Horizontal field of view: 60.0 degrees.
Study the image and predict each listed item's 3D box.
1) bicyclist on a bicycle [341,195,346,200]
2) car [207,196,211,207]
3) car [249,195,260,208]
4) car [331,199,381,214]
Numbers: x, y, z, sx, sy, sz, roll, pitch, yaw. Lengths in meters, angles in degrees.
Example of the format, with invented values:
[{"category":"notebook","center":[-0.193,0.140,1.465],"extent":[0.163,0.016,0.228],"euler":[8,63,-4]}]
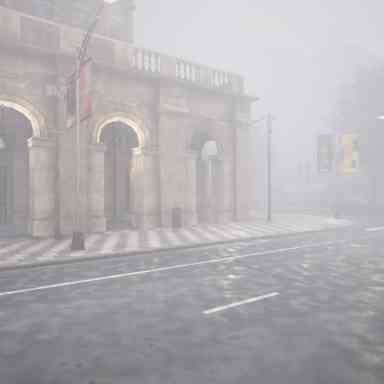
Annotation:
[{"category":"bicyclist on a bicycle","center":[25.798,1.300,56.543],"extent":[1.656,1.620,0.582],"euler":[0,0,-36]},{"category":"car","center":[1.169,1.595,46.040],"extent":[1.895,1.301,4.718],"euler":[0,0,-36]},{"category":"car","center":[7.348,1.223,48.843],"extent":[2.150,2.045,5.566],"euler":[0,0,-35]},{"category":"car","center":[17.219,1.505,35.159],"extent":[1.837,1.490,4.892],"euler":[0,0,-37]}]
